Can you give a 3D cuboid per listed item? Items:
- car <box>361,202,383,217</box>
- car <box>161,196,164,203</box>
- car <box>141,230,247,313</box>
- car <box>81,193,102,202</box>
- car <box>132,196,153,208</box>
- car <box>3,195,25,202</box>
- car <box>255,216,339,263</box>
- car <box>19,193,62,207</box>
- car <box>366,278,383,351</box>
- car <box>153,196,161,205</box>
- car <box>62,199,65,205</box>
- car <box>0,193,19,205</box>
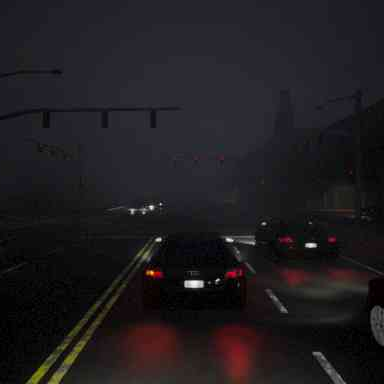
[{"bbox_3d":[18.678,1.551,30.861,5.357,1.411,2.033,0,0,0],"label":"car"},{"bbox_3d":[-6.828,1.533,67.464,1.812,1.442,4.674,0,0,2],"label":"car"},{"bbox_3d":[0.043,1.565,7.772,1.994,1.385,4.181,0,0,0],"label":"car"},{"bbox_3d":[-21.580,1.163,69.985,3.866,1.878,1.905,0,0,0],"label":"car"},{"bbox_3d":[-7.316,1.483,47.804,1.882,1.535,5.008,0,0,1],"label":"car"},{"bbox_3d":[-39.040,1.371,72.836,3.905,1.438,1.784,0,0,0],"label":"car"},{"bbox_3d":[3.544,1.565,11.952,1.994,1.385,4.181,0,0,0],"label":"car"},{"bbox_3d":[-21.566,1.158,47.467,4.605,1.855,1.932,0,0,0],"label":"car"},{"bbox_3d":[3.595,1.478,3.102,1.882,1.535,5.008,0,0,0],"label":"car"},{"bbox_3d":[-7.133,1.497,57.355,2.128,1.511,4.902,0,0,2],"label":"car"},{"bbox_3d":[-21.516,1.161,50.361,3.866,1.878,1.905,0,0,0],"label":"car"},{"bbox_3d":[-39.101,1.161,69.940,4.605,1.855,1.932,0,0,0],"label":"car"}]
